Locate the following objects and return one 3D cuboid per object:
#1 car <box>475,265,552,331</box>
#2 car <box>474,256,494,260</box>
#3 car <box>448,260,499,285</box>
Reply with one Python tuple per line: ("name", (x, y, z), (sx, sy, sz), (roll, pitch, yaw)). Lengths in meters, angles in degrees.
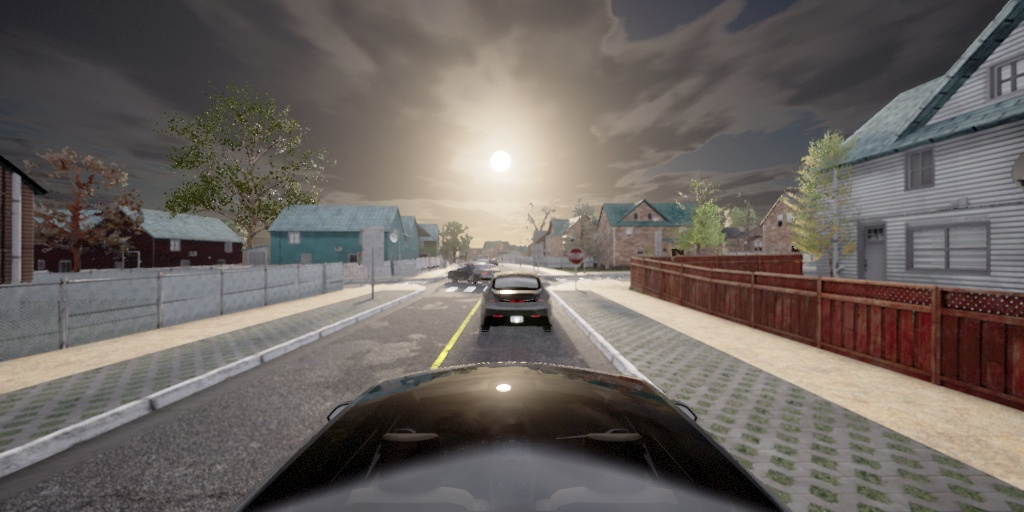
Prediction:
("car", (0.112, 1.208, 10.773), (1.837, 1.490, 4.892), (0, 1, 0))
("car", (-3.258, 1.104, 40.180), (1.882, 1.535, 5.008), (0, 0, -3))
("car", (-2.579, 1.169, 24.654), (2.033, 1.411, 5.357), (0, 0, -34))
